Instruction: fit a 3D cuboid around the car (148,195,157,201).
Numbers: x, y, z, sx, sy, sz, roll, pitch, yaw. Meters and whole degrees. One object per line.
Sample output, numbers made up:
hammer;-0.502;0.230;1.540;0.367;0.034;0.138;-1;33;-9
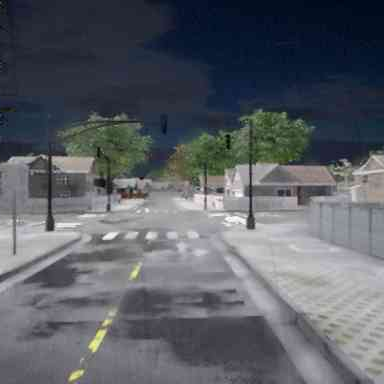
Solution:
car;-9.292;1.451;78.348;1.895;1.301;4.718;0;0;-5

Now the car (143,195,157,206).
car;-6.707;1.527;51.805;1.895;1.301;4.718;0;0;-6
